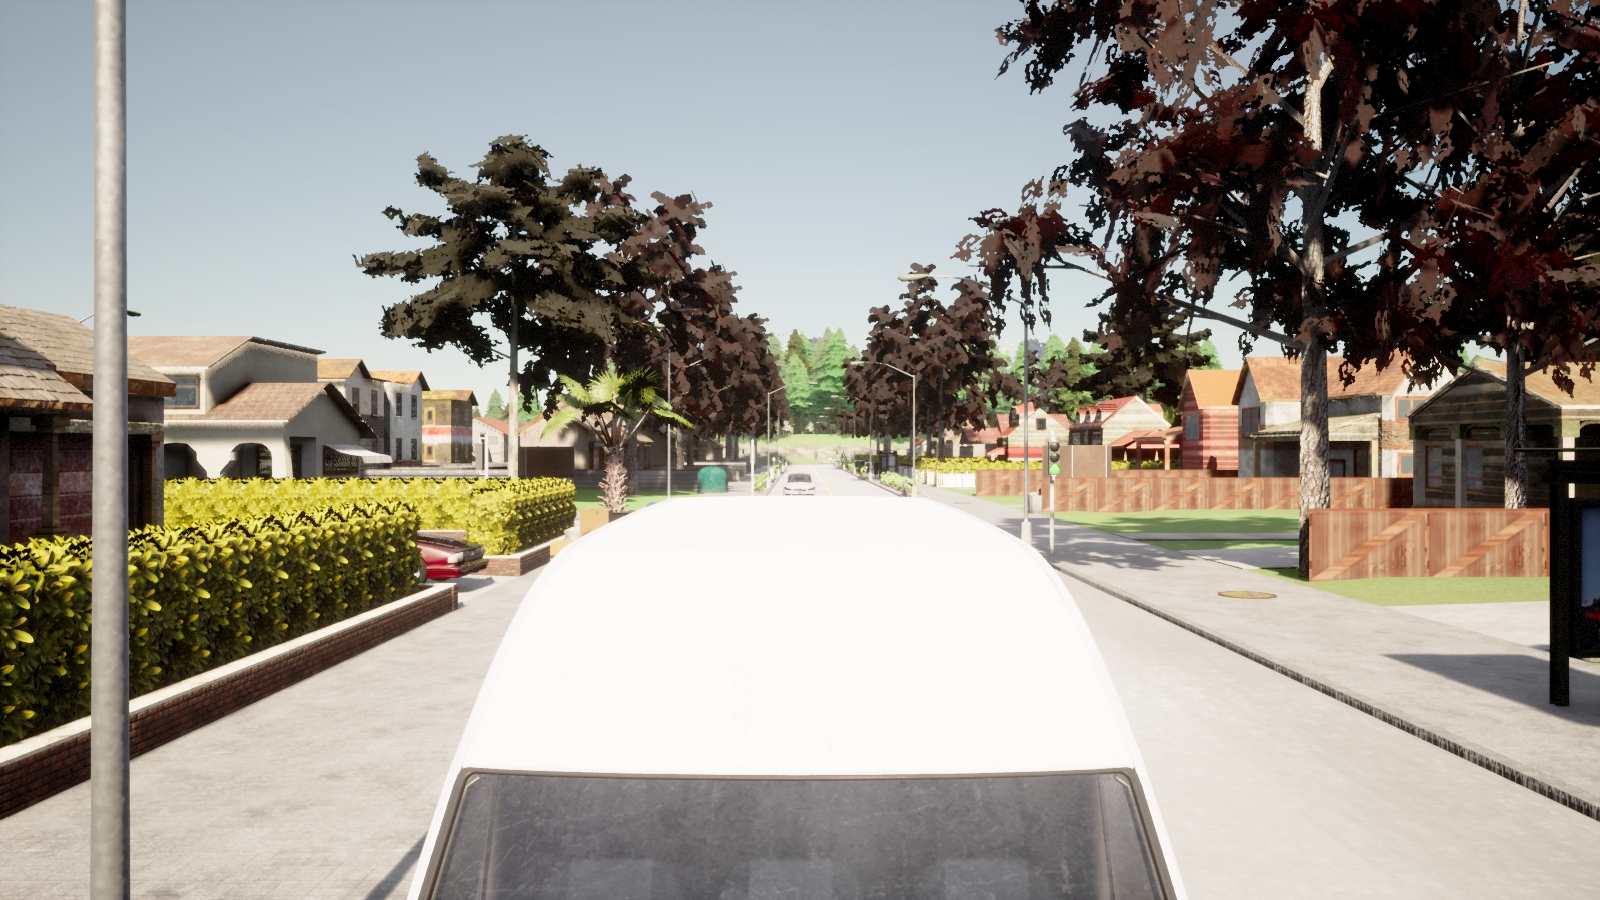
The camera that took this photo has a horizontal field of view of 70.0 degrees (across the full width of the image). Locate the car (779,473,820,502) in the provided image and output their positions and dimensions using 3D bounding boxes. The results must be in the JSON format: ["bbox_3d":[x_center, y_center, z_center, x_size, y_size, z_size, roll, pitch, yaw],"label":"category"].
[{"bbox_3d":[-0.024,2.087,64.511,2.231,1.480,4.892,0,0,0],"label":"car"}]

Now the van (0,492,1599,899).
[{"bbox_3d":[0.002,1.537,4.030,1.988,2.561,5.915,0,0,0],"label":"van"}]

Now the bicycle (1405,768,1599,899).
[{"bbox_3d":[2.687,2.062,3.843,0.329,1.471,1.835,0,0,0],"label":"bicycle"}]
